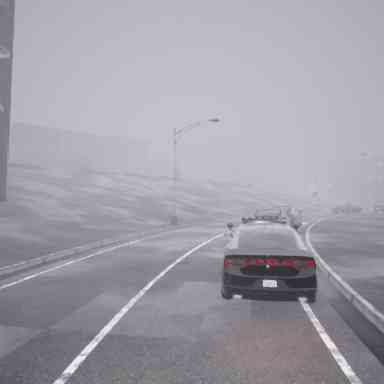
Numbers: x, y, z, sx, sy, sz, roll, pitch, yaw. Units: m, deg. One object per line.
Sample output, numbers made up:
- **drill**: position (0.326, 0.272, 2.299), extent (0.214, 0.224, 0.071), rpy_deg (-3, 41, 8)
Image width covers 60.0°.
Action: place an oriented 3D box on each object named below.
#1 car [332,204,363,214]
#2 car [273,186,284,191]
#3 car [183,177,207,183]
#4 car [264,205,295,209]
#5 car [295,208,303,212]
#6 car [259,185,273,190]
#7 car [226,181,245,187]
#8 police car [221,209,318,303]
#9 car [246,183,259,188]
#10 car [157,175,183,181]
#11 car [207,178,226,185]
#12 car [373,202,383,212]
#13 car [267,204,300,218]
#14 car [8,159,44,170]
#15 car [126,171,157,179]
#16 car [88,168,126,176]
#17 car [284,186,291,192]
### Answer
- **car**: position (19.698, 2.148, 42.053), extent (4.718, 1.301, 1.895), rpy_deg (1, -4, -40)
- **car**: position (19.344, -0.644, 79.793), extent (2.185, 1.767, 4.553), rpy_deg (-4, -6, 42)
- **car**: position (-0.287, -1.964, 60.129), extent (5.008, 1.535, 2.097), rpy_deg (4, -5, -41)
- **car**: position (4.229, 1.613, 17.642), extent (1.837, 1.490, 4.892), rpy_deg (-1, -1, 19)
- **car**: position (6.401, 1.680, 22.943), extent (1.837, 1.490, 4.892), rpy_deg (-2, -1, 25)
- **car**: position (15.543, -0.839, 75.634), extent (2.231, 1.521, 4.892), rpy_deg (-4, -6, 44)
- **car**: position (7.899, -1.377, 67.825), extent (4.792, 1.488, 2.163), rpy_deg (4, -6, -44)
- **police car**: position (1.839, 1.452, 8.516), extent (1.930, 1.638, 5.238), rpy_deg (-1, 0, 10)
- **car**: position (11.797, -1.085, 71.722), extent (2.002, 1.452, 4.674), rpy_deg (-4, -6, 45)
- **car**: position (-4.449, -2.189, 56.466), extent (4.674, 1.452, 2.002), rpy_deg (3, -5, -40)
- **car**: position (3.777, -1.819, 63.869), extent (4.553, 1.767, 2.185), rpy_deg (4, -6, -42)
- **car**: position (28.557, 2.274, 49.318), extent (4.674, 1.442, 1.812), rpy_deg (1, -4, -38)
- **car**: position (10.310, 2.125, 37.326), extent (1.994, 1.385, 4.181), rpy_deg (-3, -3, 40)
- **car**: position (-21.475, -3.263, 42.560), extent (4.553, 1.767, 2.185), rpy_deg (3, -5, -39)
- **car**: position (-8.689, -2.482, 52.899), extent (4.892, 1.521, 2.231), rpy_deg (3, -5, -39)
- **car**: position (-12.972, -2.710, 49.425), extent (4.892, 1.521, 2.231), rpy_deg (3, -5, -39)
- **car**: position (23.052, -0.422, 83.999), extent (2.435, 2.045, 5.566), rpy_deg (-4, -6, 41)
